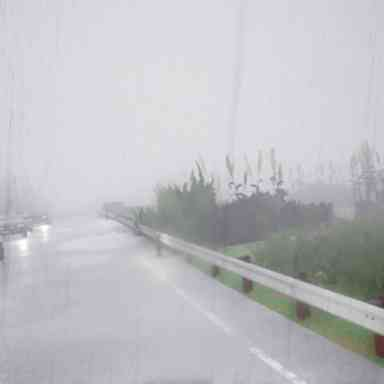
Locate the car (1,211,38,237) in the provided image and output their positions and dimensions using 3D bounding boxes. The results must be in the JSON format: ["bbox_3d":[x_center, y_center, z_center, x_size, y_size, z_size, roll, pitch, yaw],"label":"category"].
[{"bbox_3d":[-10.827,1.944,20.204,1.812,1.442,4.674,-6,1,-19],"label":"car"}]

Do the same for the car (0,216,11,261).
[{"bbox_3d":[-7.325,1.885,10.633,1.812,1.442,4.674,-6,3,-21],"label":"car"}]

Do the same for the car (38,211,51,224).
[{"bbox_3d":[-14.856,2.551,32.269,1.895,1.301,4.718,-6,-2,-18],"label":"car"}]
